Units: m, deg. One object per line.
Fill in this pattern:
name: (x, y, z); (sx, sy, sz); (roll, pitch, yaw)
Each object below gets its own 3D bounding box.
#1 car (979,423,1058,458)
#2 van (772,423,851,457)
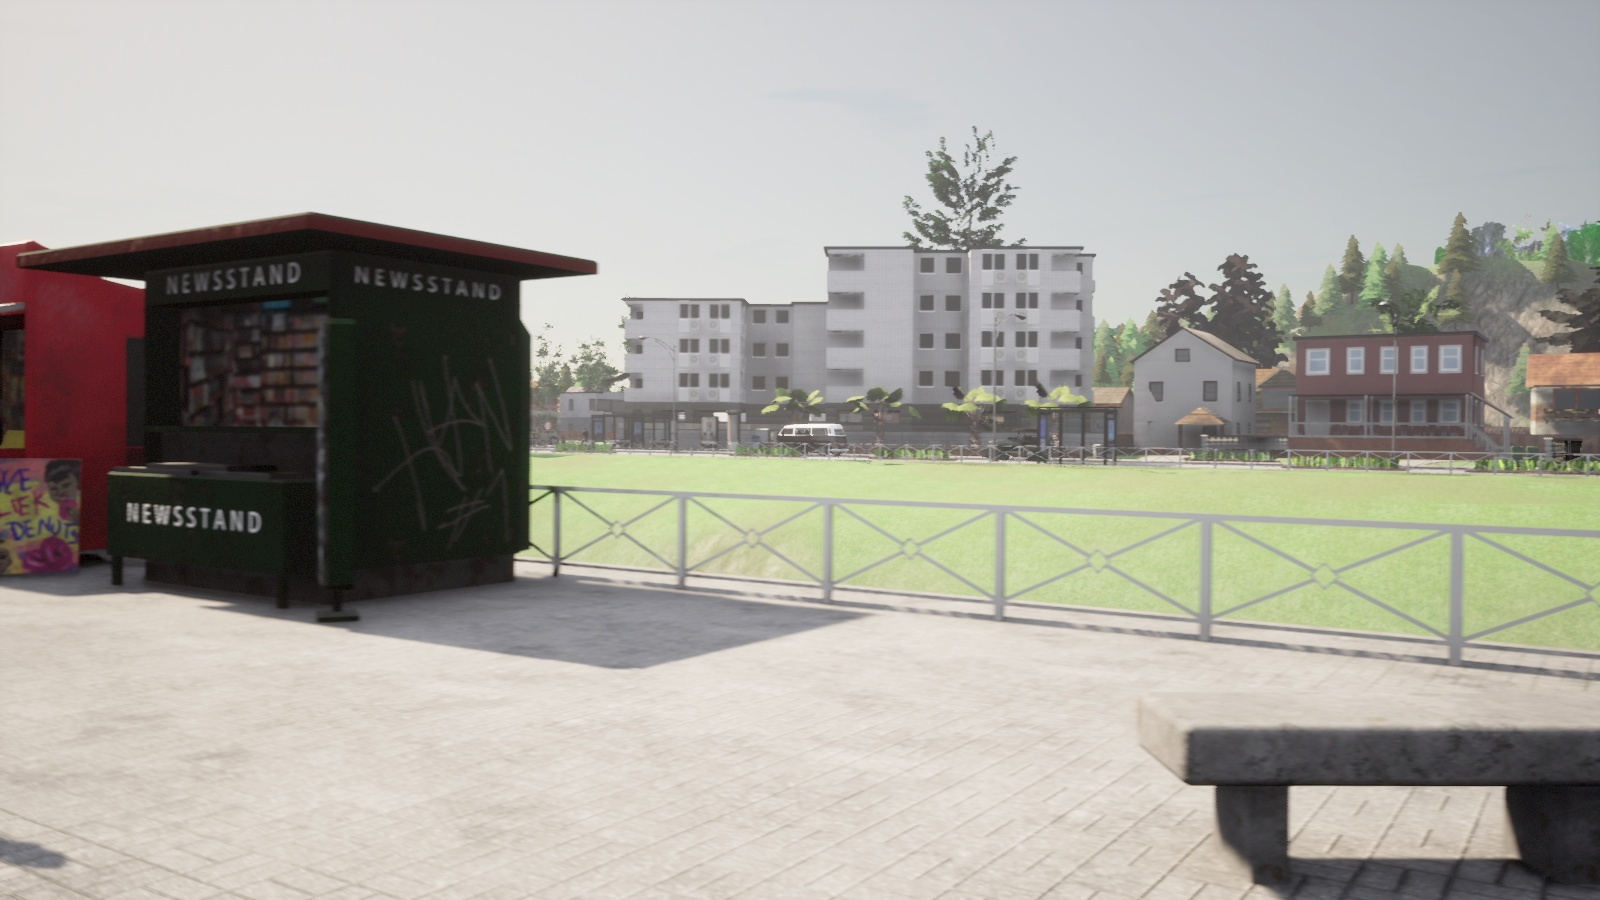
car: (12.212, -0.541, 70.180); (3.866, 1.878, 1.905); (0, 1, 34)
van: (0.708, -0.614, 77.825); (4.480, 2.038, 2.069); (0, 1, 34)
